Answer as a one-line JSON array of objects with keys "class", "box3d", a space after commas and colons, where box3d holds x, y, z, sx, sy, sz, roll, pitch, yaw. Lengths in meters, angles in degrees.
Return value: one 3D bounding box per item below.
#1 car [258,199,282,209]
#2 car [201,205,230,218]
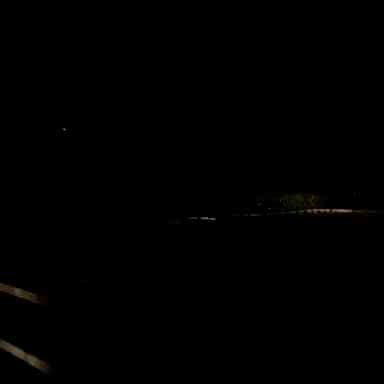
[{"class": "car", "box3d": [12.100, 2.013, 51.307, 2.150, 2.045, 5.566, 1, -1, 35]}, {"class": "car", "box3d": [2.741, 2.207, 38.233, 1.994, 1.385, 4.181, 1, -1, 35]}]
